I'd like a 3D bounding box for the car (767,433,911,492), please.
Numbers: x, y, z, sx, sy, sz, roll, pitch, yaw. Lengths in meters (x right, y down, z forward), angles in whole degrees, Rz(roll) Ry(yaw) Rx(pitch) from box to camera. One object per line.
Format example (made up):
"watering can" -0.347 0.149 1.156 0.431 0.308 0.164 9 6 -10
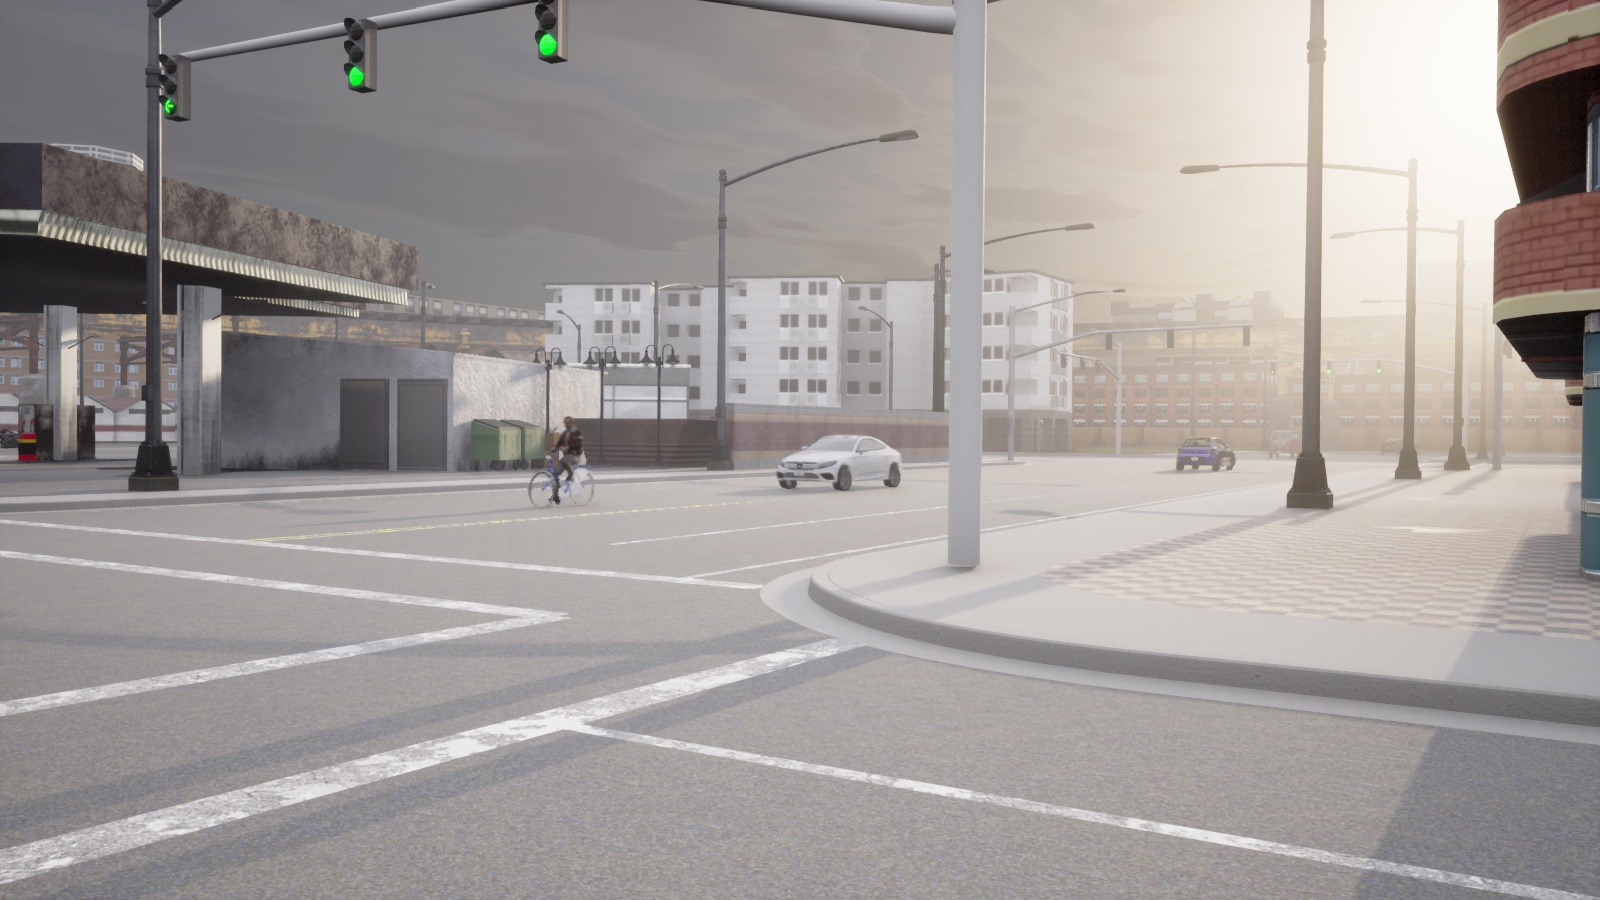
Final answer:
"car" 1.131 0.288 33.587 1.812 1.442 4.674 0 1 31

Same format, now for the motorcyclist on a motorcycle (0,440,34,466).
"motorcyclist on a motorcycle" -46.730 0.175 74.298 0.866 1.530 2.191 0 1 36

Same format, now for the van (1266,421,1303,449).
"van" 35.150 -1.077 91.048 1.775 1.987 4.442 0 1 31

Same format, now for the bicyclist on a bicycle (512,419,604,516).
"bicyclist on a bicycle" -4.587 0.317 23.930 0.659 1.776 1.843 0 1 31

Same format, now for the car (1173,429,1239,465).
"car" 17.744 -0.163 54.778 1.816 1.474 4.193 0 1 31
